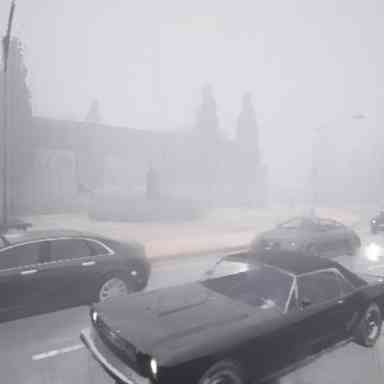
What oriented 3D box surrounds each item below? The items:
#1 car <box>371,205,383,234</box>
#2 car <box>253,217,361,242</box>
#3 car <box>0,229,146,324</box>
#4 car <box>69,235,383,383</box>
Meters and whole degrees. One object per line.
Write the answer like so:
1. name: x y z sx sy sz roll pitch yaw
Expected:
1. car: 11.305 1.594 18.449 1.895 1.301 4.718 0 0 38
2. car: 3.974 1.561 11.416 4.181 1.385 1.994 0 0 -38
3. car: -3.106 1.506 6.126 4.892 1.490 1.837 0 0 -36
4. car: 0.980 1.600 4.731 4.718 1.301 1.895 0 0 -36
